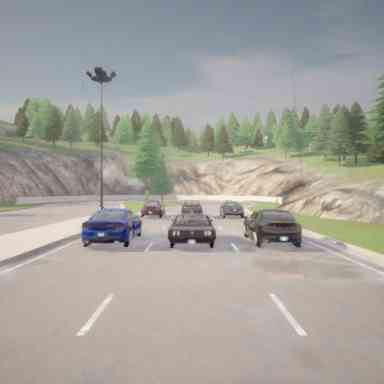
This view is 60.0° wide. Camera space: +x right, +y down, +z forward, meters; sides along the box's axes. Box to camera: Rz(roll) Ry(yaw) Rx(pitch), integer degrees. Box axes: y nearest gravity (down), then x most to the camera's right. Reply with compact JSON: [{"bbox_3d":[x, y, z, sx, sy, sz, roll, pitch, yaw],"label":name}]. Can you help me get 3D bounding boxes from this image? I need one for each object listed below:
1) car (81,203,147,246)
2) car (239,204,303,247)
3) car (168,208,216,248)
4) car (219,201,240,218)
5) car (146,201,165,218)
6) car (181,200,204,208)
[{"bbox_3d":[-3.494,1.478,15.262,1.882,1.535,5.008,0,0,0],"label":"car"},{"bbox_3d":[3.504,1.507,15.082,1.837,1.490,4.892,0,0,0],"label":"car"},{"bbox_3d":[0.002,1.601,14.887,1.895,1.301,4.718,0,0,0],"label":"car"},{"bbox_3d":[3.502,1.547,29.770,2.033,1.411,5.357,0,0,0],"label":"car"},{"bbox_3d":[-3.488,1.526,30.184,1.812,1.442,4.674,0,0,1],"label":"car"},{"bbox_3d":[0.009,1.492,30.079,2.128,1.511,4.902,0,0,0],"label":"car"}]
